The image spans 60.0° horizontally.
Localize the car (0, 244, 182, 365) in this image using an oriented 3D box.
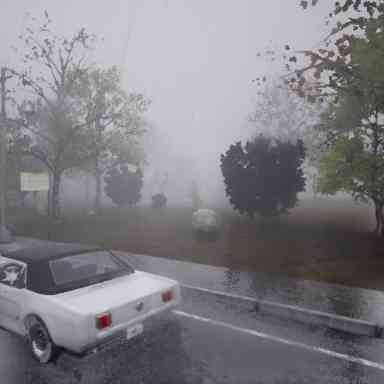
[{"bbox_3d":[-2.578,1.599,5.829,4.718,1.301,1.895,0,0,35],"label":"car"}]
